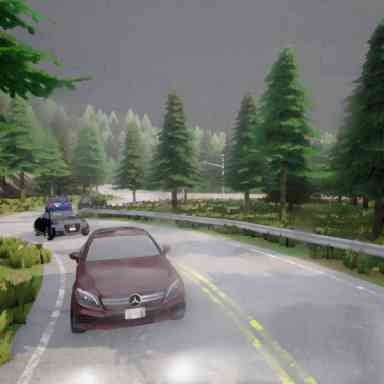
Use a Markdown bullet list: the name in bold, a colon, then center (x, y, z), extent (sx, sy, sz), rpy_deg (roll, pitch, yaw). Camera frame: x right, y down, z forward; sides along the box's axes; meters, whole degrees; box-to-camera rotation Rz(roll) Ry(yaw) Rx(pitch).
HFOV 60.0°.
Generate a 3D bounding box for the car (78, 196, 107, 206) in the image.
- **car**: center (-12.721, 1.289, 42.822), extent (2.097, 1.767, 4.553), rpy_deg (2, 2, 13)

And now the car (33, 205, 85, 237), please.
- **car**: center (-7.069, 1.663, 17.824), extent (1.994, 1.385, 4.181), rpy_deg (-4, 2, -38)

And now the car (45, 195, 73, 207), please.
- **car**: center (-12.864, 1.326, 32.232), extent (2.150, 2.045, 5.566), rpy_deg (-1, 0, -18)

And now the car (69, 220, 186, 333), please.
- **car**: center (-1.522, 1.523, 7.086), extent (1.812, 1.442, 4.674), rpy_deg (-2, 0, -17)
